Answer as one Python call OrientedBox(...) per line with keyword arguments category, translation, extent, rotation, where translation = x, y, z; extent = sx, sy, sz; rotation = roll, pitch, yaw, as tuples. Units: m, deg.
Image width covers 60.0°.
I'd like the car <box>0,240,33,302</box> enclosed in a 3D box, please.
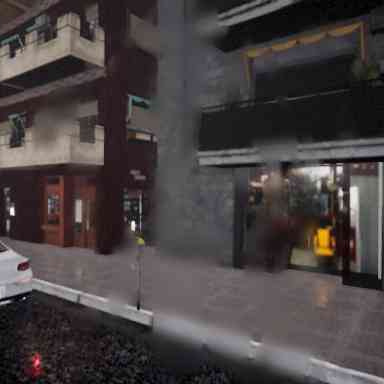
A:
OrientedBox(category="car", translation=(-5.153, 1.509, 6.957), extent=(4.674, 1.442, 1.812), rotation=(0, 0, 36))
